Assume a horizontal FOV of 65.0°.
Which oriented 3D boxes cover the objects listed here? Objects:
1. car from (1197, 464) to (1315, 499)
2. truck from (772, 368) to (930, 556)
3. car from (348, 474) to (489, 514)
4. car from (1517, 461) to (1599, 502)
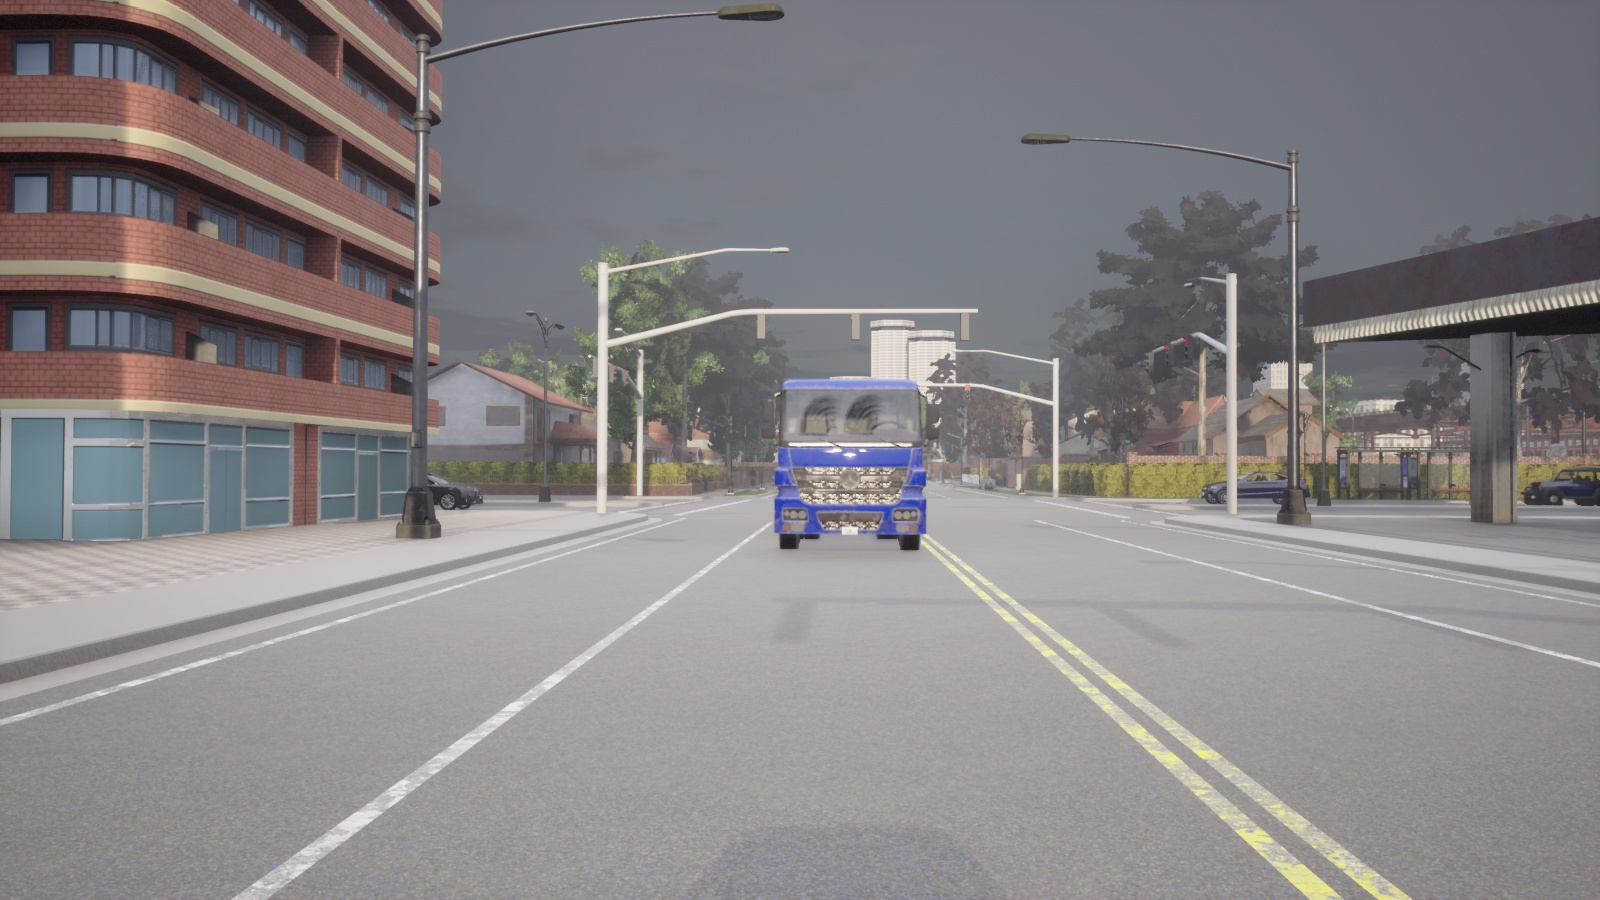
[{"bbox_3d":[22.362,1.537,61.686,5.027,1.651,2.152,0,-1,2],"label":"car"},{"bbox_3d":[1.067,0.283,27.134,2.891,3.462,7.936,0,-1,2],"label":"truck"},{"bbox_3d":[-14.744,1.694,48.673,4.892,1.490,1.837,0,-1,4],"label":"car"},{"bbox_3d":[35.319,1.431,57.506,3.866,1.878,1.905,0,-1,3],"label":"car"}]
